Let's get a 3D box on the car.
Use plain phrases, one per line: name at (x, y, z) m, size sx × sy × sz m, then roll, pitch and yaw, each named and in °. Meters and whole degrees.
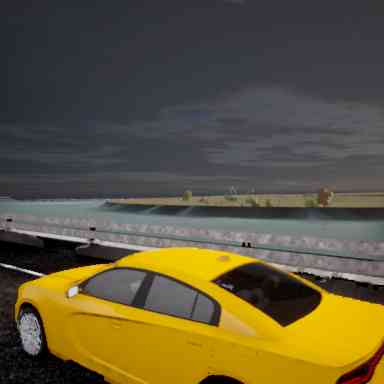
car at (-0.302, 1.477, 4.230) m, size 5.008 × 1.535 × 1.882 m, roll 0°, pitch 0°, yaw 36°
